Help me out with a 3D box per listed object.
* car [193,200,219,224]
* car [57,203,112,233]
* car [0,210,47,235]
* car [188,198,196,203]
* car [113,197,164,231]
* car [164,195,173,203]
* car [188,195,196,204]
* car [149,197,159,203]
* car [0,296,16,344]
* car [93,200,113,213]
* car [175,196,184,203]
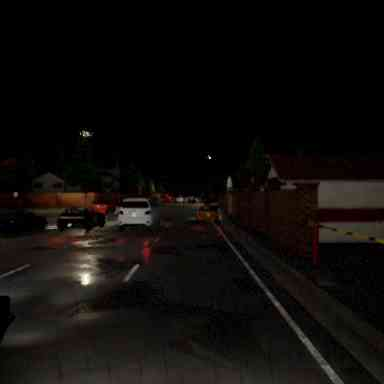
[{"bbox_3d":[1.228,1.708,27.505,1.801,1.575,5.366,0,-1,0],"label":"car"},{"bbox_3d":[-6.898,1.687,21.170,2.128,1.511,4.902,0,-1,0],"label":"car"},{"bbox_3d":[-10.398,1.748,19.938,1.994,1.385,4.181,0,-1,0],"label":"car"},{"bbox_3d":[0.010,2.203,86.705,1.895,1.301,4.718,0,-1,0],"label":"car"},{"bbox_3d":[-3.397,1.426,22.215,2.150,2.045,5.566,0,-1,0],"label":"car"},{"bbox_3d":[-6.989,2.358,92.407,2.128,1.511,4.902,0,-1,0],"label":"car"},{"bbox_3d":[0.009,2.187,80.974,2.033,1.411,5.357,0,-1,0],"label":"car"},{"bbox_3d":[-10.489,2.192,92.474,2.097,1.767,4.553,0,-1,0],"label":"car"},{"bbox_3d":[-3.400,1.625,2.528,1.895,1.301,4.718,0,-1,0],"label":"car"},{"bbox_3d":[-10.397,1.709,38.847,2.097,1.767,4.553,0,-1,0],"label":"car"},{"bbox_3d":[-3.489,2.057,92.119,2.150,2.045,5.566,0,-1,0],"label":"car"}]
